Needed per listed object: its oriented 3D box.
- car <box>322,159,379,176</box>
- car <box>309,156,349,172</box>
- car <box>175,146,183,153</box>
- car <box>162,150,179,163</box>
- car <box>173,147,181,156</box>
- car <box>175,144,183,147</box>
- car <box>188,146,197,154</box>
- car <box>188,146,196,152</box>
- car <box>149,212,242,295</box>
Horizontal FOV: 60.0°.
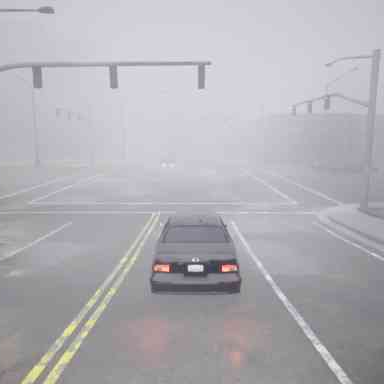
[{"bbox_3d":[16.270,-2.388,33.920,4.718,1.301,1.895,0,9,-1],"label":"car"},{"bbox_3d":[15.578,-3.195,37.334,4.553,1.767,2.097,0,9,0],"label":"car"},{"bbox_3d":[-3.454,-8.517,71.208,2.033,1.411,5.357,0,9,0],"label":"car"},{"bbox_3d":[-3.563,-5.307,51.535,2.033,1.411,5.357,0,9,0],"label":"car"},{"bbox_3d":[-3.528,-6.894,61.011,1.837,1.490,4.892,0,10,0],"label":"car"},{"bbox_3d":[-3.445,-11.040,84.674,2.150,2.045,5.566,0,9,0],"label":"car"},{"bbox_3d":[0.053,-10.321,81.097,2.097,1.767,4.553,0,9,0],"label":"car"},{"bbox_3d":[0.059,-11.808,91.156,1.994,1.385,4.181,0,9,0],"label":"car"},{"bbox_3d":[0.080,1.217,8.409,2.033,1.411,5.357,0,4,0],"label":"car"}]
